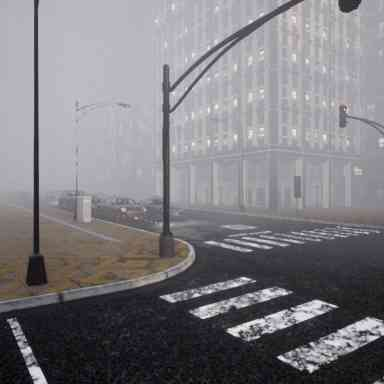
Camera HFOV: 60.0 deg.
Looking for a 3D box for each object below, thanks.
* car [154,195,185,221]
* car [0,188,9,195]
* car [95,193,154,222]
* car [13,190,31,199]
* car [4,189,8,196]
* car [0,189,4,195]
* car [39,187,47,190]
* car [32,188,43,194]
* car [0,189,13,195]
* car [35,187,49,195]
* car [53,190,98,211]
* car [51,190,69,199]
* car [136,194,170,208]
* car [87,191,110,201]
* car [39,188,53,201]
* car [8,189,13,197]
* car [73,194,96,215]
[{"bbox_3d":[-2.387,1.153,23.589,1.812,1.442,4.674,0,1,-36],"label":"car"},{"bbox_3d":[-43.513,-0.113,76.642,1.887,1.381,4.507,1,0,-36],"label":"car"},{"bbox_3d":[-4.592,1.068,22.239,1.967,1.590,4.097,1,0,-36],"label":"car"},{"bbox_3d":[-27.297,0.422,53.974,1.887,1.381,4.507,1,0,-36],"label":"car"},{"bbox_3d":[-33.783,0.208,63.041,1.887,1.381,4.507,1,0,-36],"label":"car"},{"bbox_3d":[-37.027,0.107,67.575,2.008,1.369,4.403,1,0,-36],"label":"car"},{"bbox_3d":[-33.501,-0.021,77.050,1.887,1.381,4.507,1,0,-36],"label":"car"},{"bbox_3d":[-39.990,-0.213,86.121,1.947,1.339,4.313,1,0,-36],"label":"car"},{"bbox_3d":[-40.271,0.015,72.108,1.947,1.339,4.313,1,0,-36],"label":"car"},{"bbox_3d":[-36.740,-0.357,81.585,2.192,1.841,5.009,1,0,-36],"label":"car"},{"bbox_3d":[-11.075,0.729,31.306,2.192,1.841,5.009,1,0,-36],"label":"car"},{"bbox_3d":[-23.089,0.378,58.018,1.812,1.442,4.674,0,1,-36],"label":"car"},{"bbox_3d":[-4.303,0.982,36.233,1.802,1.307,4.206,1,0,-36],"label":"car"},{"bbox_3d":[-14.036,0.643,49.839,1.947,1.339,4.313,1,0,-36],"label":"car"},{"bbox_3d":[-20.495,0.535,49.066,2.128,1.511,4.902,0,1,-36],"label":"car"},{"bbox_3d":[-30.540,0.321,58.508,2.008,1.369,4.403,1,0,-36],"label":"car"},{"bbox_3d":[-7.839,1.103,26.773,1.802,1.307,4.206,1,0,-36],"label":"car"}]
